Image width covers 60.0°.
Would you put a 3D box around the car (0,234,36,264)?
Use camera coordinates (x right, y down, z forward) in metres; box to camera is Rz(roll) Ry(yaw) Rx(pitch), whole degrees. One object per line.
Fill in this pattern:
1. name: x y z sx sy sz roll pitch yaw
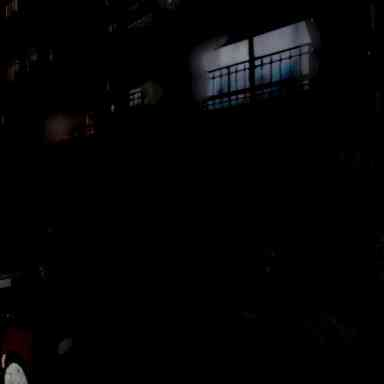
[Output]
1. car: -4.552 1.506 6.467 4.097 1.590 1.967 -1 0 37

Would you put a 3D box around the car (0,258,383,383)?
1. car: -0.066 1.541 3.052 4.507 1.381 1.887 -1 0 37
